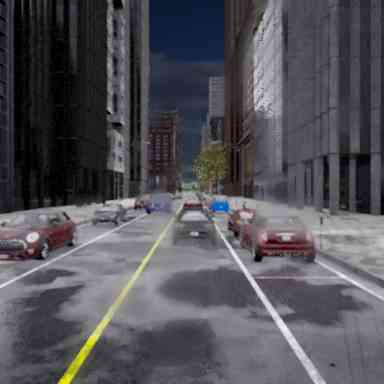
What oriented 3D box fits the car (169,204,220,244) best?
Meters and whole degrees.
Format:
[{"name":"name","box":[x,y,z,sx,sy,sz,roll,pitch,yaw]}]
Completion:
[{"name":"car","box":[0.100,1.490,15.481,1.812,1.442,4.674,0,0,0]}]

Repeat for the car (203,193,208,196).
[{"name":"car","box":[2.869,1.363,51.667,1.752,1.417,4.829,0,0,1]}]

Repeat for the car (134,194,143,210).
[{"name":"car","box":[-5.664,1.202,40.204,2.192,1.841,5.009,0,0,0]}]

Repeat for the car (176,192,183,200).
[{"name":"car","box":[-2.996,1.287,73.325,2.033,1.411,5.357,0,0,0]}]

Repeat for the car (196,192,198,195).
[{"name":"car","box":[2.862,1.035,85.301,2.192,1.841,5.009,0,0,0]}]

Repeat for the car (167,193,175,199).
[{"name":"car","box":[-5.663,1.147,90.954,1.967,1.590,4.097,0,0,0]}]

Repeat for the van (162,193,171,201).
[{"name":"van","box":[-5.662,1.090,74.037,1.690,1.788,3.998,0,0,0]}]

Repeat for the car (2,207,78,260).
[{"name":"car","box":[-5.667,1.412,12.008,1.967,1.590,4.097,0,0,0]}]

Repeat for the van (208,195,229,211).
[{"name":"van","box":[2.861,1.250,34.542,1.690,1.788,3.998,0,0,0]}]

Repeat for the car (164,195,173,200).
[{"name":"car","box":[-5.663,1.298,79.676,1.947,1.339,4.313,0,0,0]}]

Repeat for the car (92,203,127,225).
[{"name":"car","box":[-5.666,1.495,23.286,2.008,1.369,4.403,0,0,0]}]

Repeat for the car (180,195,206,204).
[{"name":"car","box":[0.100,1.395,31.888,1.882,1.535,5.008,0,0,0]}]

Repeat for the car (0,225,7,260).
[{"name":"car","box":[-5.667,1.567,6.368,1.802,1.307,4.206,0,0,0]}]

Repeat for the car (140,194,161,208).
[{"name":"car","box":[-5.664,1.179,45.845,2.192,1.841,5.009,0,0,0]}]

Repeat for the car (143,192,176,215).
[{"name":"car","box":[-3.096,1.134,32.649,2.150,2.045,5.566,0,0,0]}]

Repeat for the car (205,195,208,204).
[{"name":"car","box":[2.862,1.412,40.354,1.752,1.417,4.829,0,0,0]}]

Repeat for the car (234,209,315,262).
[{"name":"car","box":[2.859,1.413,11.982,1.967,1.590,4.097,0,0,0]}]

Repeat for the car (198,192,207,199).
[{"name":"car","box":[2.863,1.023,90.940,2.192,1.841,5.009,0,0,0]}]

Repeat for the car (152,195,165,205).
[{"name":"car","box":[-5.664,1.341,56.913,1.752,1.417,4.829,0,0,1]}]

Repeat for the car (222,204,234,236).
[{"name":"car","box":[2.859,1.541,17.624,1.802,1.307,4.206,0,0,0]}]

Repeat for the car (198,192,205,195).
[{"name":"car","box":[2.862,1.208,68.383,1.967,1.590,4.097,0,0,0]}]
